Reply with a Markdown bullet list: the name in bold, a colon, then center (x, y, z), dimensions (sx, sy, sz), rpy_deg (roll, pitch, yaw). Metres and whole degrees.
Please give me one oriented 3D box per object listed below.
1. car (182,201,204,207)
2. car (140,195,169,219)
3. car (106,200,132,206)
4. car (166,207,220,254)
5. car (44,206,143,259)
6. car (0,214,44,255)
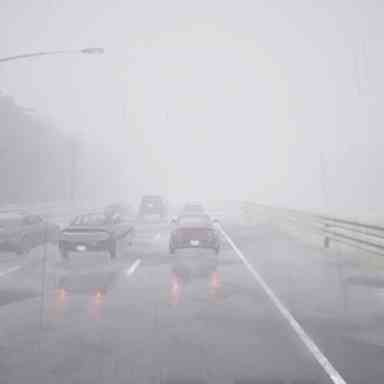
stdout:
- **car**: center (0.103, 1.556, 31.027), dimensions (2.128, 1.511, 4.902), rpy_deg (0, 0, 0)
- **car**: center (-3.392, 1.284, 30.240), dimensions (2.150, 2.045, 5.566), rpy_deg (0, 0, 1)
- **car**: center (-6.893, 1.563, 31.138), dimensions (1.837, 1.490, 4.892), rpy_deg (0, 0, 0)
- **car**: center (0.100, 1.549, 13.565), dimensions (1.812, 1.442, 4.674), rpy_deg (0, 0, 0)
- **car**: center (-3.399, 1.513, 12.633), dimensions (2.128, 1.511, 4.902), rpy_deg (0, 0, 0)
- **car**: center (-6.901, 1.563, 13.331), dimensions (1.994, 1.385, 4.181), rpy_deg (0, 0, 0)
